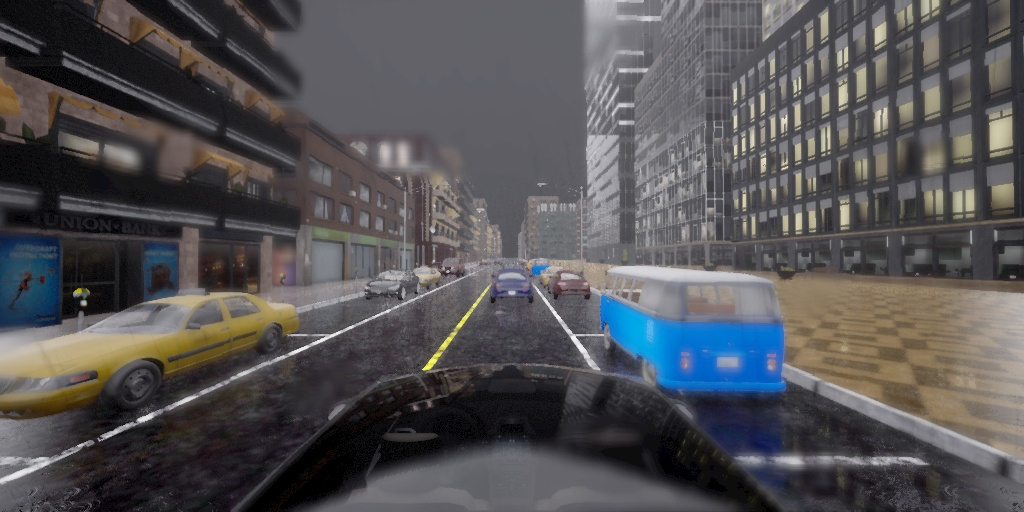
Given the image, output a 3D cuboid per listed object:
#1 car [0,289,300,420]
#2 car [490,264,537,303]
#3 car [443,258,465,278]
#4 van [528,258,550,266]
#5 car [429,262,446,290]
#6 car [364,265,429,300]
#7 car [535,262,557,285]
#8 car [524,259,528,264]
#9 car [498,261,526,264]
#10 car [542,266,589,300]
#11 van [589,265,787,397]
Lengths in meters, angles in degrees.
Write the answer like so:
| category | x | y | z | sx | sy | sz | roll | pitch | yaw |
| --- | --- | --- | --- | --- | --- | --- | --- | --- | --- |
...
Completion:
| category | x | y | z | sx | sy | sz | roll | pitch | yaw |
| --- | --- | --- | --- | --- | --- | --- | --- | --- | --- |
| car | -5.689 | 1.275 | 6.132 | 1.751 | 1.417 | 4.829 | 0 | 0 | 0 |
| car | 0.000 | 1.287 | 16.501 | 1.812 | 1.442 | 4.674 | 0 | 0 | 0 |
| car | -5.690 | 1.074 | 34.150 | 2.192 | 1.841 | 5.009 | 0 | 0 | 0 |
| van | 2.691 | 1.100 | 34.149 | 1.690 | 1.789 | 3.998 | 0 | 0 | 0 |
| car | -5.690 | 1.280 | 22.841 | 1.751 | 1.417 | 4.829 | 0 | 0 | 0 |
| car | -5.689 | 1.303 | 17.440 | 2.007 | 1.370 | 4.403 | 0 | 0 | 0 |
| car | 2.691 | 1.280 | 23.178 | 1.751 | 1.417 | 4.829 | 0 | 0 | 0 |
| car | 3.139 | 1.245 | 50.206 | 1.882 | 1.535 | 5.008 | 0 | 0 | 0 |
| car | 0.000 | 1.376 | 31.533 | 1.895 | 1.301 | 4.718 | 0 | 0 | 0 |
| car | 2.691 | 1.335 | 17.439 | 1.802 | 1.307 | 4.207 | 0 | 0 | 0 |
| van | 2.692 | 1.090 | 6.301 | 1.690 | 1.789 | 3.998 | 0 | 0 | 0 |
